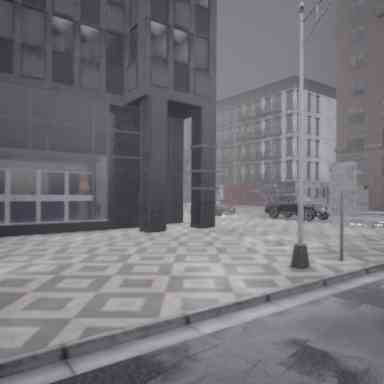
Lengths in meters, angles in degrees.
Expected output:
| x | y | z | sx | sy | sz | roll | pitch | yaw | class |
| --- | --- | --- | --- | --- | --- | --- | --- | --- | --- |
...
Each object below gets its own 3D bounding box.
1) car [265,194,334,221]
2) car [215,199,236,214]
| x | y | z | sx | sy | sz | roll | pitch | yaw | class |
| --- | --- | --- | --- | --- | --- | --- | --- | --- | --- |
| 8.379 | 1.165 | 26.566 | 2.150 | 2.045 | 5.566 | 1 | 0 | -36 | car |
| 2.555 | 1.473 | 34.689 | 1.812 | 1.442 | 4.674 | 1 | 0 | -35 | car |
